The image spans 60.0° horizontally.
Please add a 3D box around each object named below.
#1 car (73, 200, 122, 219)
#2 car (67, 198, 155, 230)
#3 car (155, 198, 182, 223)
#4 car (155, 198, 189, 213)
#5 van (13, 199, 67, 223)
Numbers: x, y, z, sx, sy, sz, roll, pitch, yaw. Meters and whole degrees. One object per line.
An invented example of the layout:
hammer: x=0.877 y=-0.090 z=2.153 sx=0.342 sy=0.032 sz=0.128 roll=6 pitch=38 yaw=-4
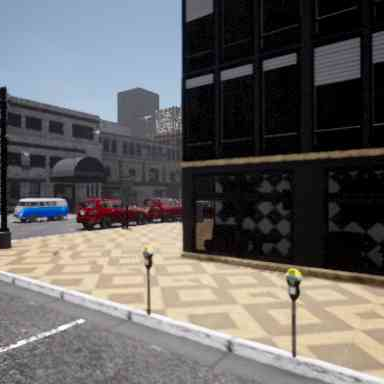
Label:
car: x=-8.696 y=1.546 z=30.859 sx=1.967 sy=1.590 sz=4.097 roll=-1 pitch=-1 yaw=35
car: x=-5.058 y=1.360 z=21.507 sx=2.192 sy=1.841 sz=5.009 roll=-1 pitch=-1 yaw=35
car: x=-1.861 y=1.378 z=26.012 sx=2.192 sy=1.841 sz=5.009 roll=-1 pitch=-1 yaw=35
car: x=-2.302 y=1.585 z=39.870 sx=1.967 sy=1.590 sz=4.097 roll=-1 pitch=-1 yaw=35
van: x=-11.893 y=1.429 z=26.355 sx=1.690 sy=1.788 sz=3.998 roll=-1 pitch=-1 yaw=35
